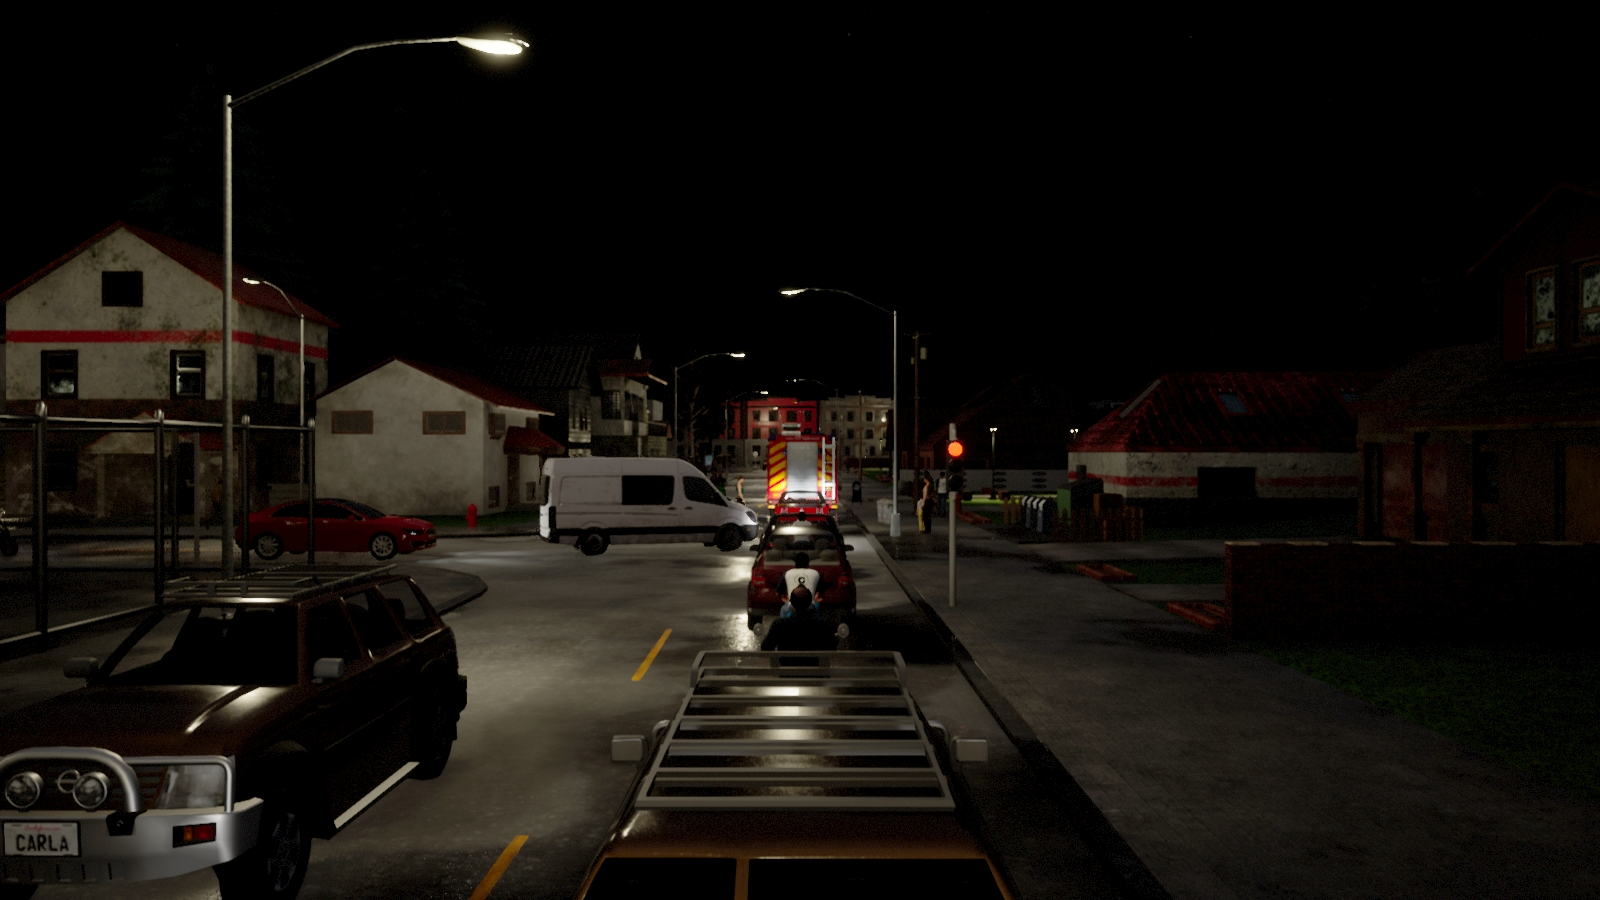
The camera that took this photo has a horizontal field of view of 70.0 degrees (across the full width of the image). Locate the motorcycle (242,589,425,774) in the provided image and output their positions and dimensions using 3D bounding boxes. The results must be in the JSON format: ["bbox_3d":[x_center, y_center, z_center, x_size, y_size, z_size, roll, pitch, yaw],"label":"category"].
[{"bbox_3d":[-3.994,1.944,9.953,0.856,1.236,1.805,0,0,0],"label":"motorcycle"}]

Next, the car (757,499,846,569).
[{"bbox_3d":[0.042,1.885,26.663,1.895,1.301,4.718,0,0,0],"label":"car"}]

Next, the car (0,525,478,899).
[{"bbox_3d":[-3.983,1.629,8.348,1.932,1.855,4.605,0,0,0],"label":"car"}]

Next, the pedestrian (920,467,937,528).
[{"bbox_3d":[4.006,1.469,35.630,0.375,1.860,0.375,0,0,-42],"label":"pedestrian"}]

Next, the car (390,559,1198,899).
[{"bbox_3d":[-0.006,1.634,5.034,1.932,1.855,4.605,0,0,0],"label":"car"}]

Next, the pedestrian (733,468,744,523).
[{"bbox_3d":[-2.109,1.566,39.486,0.375,1.860,0.375,0,0,-3],"label":"pedestrian"}]

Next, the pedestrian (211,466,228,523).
[{"bbox_3d":[-19.059,1.465,37.531,0.375,1.860,0.375,0,0,-1],"label":"pedestrian"}]

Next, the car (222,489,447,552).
[{"bbox_3d":[-11.885,1.794,29.424,4.892,1.480,2.231,0,0,0],"label":"car"}]

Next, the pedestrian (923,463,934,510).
[{"bbox_3d":[5.169,1.451,45.871,0.375,1.860,0.375,0,0,-6],"label":"pedestrian"}]

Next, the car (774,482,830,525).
[{"bbox_3d":[0.070,1.870,40.844,1.895,1.301,4.718,0,0,0],"label":"car"}]

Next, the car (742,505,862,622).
[{"bbox_3d":[0.027,1.775,18.824,1.789,1.549,3.705,0,0,0],"label":"car"}]

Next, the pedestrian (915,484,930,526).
[{"bbox_3d":[3.910,1.747,36.377,0.375,1.300,0.375,0,0,-14],"label":"pedestrian"}]

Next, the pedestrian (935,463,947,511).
[{"bbox_3d":[5.521,1.453,44.685,0.375,1.860,0.375,0,0,-7],"label":"pedestrian"}]

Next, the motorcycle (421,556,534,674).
[{"bbox_3d":[-3.894,1.969,13.965,0.803,1.145,2.033,0,0,0],"label":"motorcycle"}]

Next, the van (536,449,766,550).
[{"bbox_3d":[-4.050,1.265,31.138,5.915,2.561,1.988,0,0,-20],"label":"van"}]
